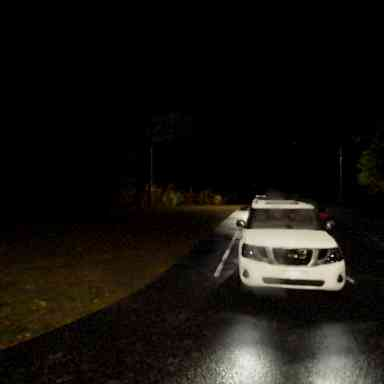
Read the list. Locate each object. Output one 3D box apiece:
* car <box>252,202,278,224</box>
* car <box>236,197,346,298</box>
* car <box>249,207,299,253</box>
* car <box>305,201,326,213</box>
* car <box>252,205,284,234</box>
[{"bbox_3d":[6.010,1.675,27.718,1.882,1.535,5.008,0,0,11],"label":"car"},{"bbox_3d":[2.480,1.280,9.199,2.150,2.045,5.566,0,0,11],"label":"car"},{"bbox_3d":[3.661,1.582,15.436,1.882,1.535,5.008,0,0,11],"label":"car"},{"bbox_3d":[16.267,1.950,44.056,1.895,1.301,4.718,0,0,11],"label":"car"},{"bbox_3d":[4.835,1.655,21.573,1.837,1.490,4.892,0,0,11],"label":"car"}]
